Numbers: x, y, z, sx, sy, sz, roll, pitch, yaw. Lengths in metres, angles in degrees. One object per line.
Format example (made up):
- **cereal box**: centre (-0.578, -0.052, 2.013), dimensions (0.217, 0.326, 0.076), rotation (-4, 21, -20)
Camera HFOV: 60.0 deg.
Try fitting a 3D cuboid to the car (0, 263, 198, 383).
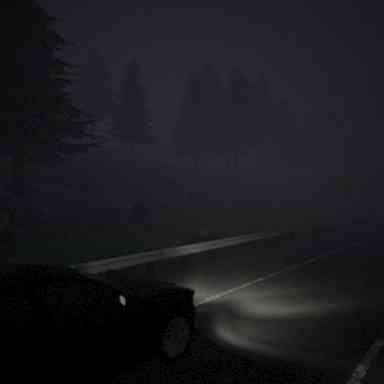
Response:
- **car**: centre (-1.948, 1.632, 4.051), dimensions (1.882, 1.535, 5.008), rotation (-2, -2, 40)
